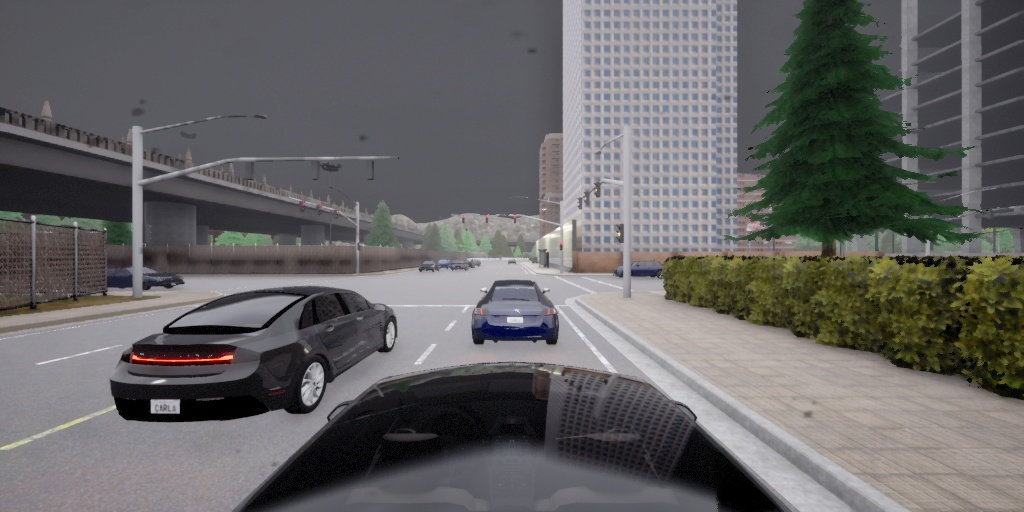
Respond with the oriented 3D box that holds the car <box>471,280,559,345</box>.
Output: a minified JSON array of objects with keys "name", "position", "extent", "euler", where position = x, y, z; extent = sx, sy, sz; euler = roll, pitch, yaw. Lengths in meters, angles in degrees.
[{"name":"car","position":[0.079,1.314,9.544],"extent":[1.994,1.385,4.181],"euler":[0,0,0]}]

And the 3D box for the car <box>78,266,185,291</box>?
[{"name":"car","position":[-23.490,1.353,22.062],"extent":[5.357,1.411,2.033],"euler":[0,0,0]}]

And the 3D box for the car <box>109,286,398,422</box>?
[{"name":"car","position":[-3.440,1.255,6.001],"extent":[1.837,1.490,4.892],"euler":[0,0,0]}]

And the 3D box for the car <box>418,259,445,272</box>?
[{"name":"car","position":[-10.592,1.297,46.413],"extent":[2.033,1.411,5.357],"euler":[0,0,0]}]

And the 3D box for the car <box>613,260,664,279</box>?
[{"name":"car","position":[11.644,1.157,32.834],"extent":[4.553,1.767,2.097],"euler":[0,0,0]}]

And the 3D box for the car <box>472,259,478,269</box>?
[{"name":"car","position":[-7.082,1.351,57.920],"extent":[1.895,1.301,4.718],"euler":[0,0,0]}]

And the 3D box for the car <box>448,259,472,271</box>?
[{"name":"car","position":[-7.084,1.314,49.166],"extent":[1.994,1.385,4.181],"euler":[0,0,0]}]

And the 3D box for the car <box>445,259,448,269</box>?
[{"name":"car","position":[-10.587,1.227,55.863],"extent":[1.882,1.535,5.008],"euler":[0,0,0]}]
